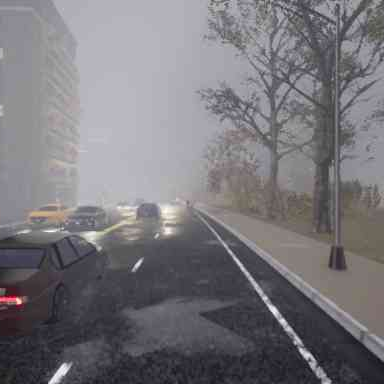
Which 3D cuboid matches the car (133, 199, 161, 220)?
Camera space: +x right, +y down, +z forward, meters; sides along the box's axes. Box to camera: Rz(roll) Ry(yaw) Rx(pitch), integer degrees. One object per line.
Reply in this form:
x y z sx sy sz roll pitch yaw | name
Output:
-3.877 1.669 30.072 1.882 1.535 5.008 0 0 -3 | car

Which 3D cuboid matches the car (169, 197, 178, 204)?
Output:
-4.433 1.988 77.219 1.812 1.442 4.674 0 0 -7 | car

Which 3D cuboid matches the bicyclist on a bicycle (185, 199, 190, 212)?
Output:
-0.552 1.720 43.451 0.582 1.620 1.656 0 -1 -4 | bicyclist on a bicycle

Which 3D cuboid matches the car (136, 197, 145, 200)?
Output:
-9.145 1.723 58.667 2.097 1.767 4.553 0 0 -4 | car

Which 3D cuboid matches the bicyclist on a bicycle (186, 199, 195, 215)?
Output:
-0.049 1.652 34.908 0.866 1.612 1.509 0 0 -3 | bicyclist on a bicycle

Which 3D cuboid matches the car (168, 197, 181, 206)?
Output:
-3.285 2.006 66.604 1.895 1.301 4.718 0 0 -5 | car

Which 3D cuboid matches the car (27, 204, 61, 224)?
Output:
-10.355 1.643 24.648 1.882 1.535 5.008 0 0 -2 | car

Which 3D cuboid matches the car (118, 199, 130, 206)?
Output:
-12.686 1.994 62.138 1.895 1.301 4.718 0 0 -5 | car

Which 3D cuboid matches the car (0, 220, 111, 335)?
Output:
-3.213 1.597 7.167 2.033 1.411 5.357 0 0 -1 | car

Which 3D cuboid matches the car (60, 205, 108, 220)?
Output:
-7.029 1.654 22.609 1.837 1.490 4.892 0 0 -2 | car
